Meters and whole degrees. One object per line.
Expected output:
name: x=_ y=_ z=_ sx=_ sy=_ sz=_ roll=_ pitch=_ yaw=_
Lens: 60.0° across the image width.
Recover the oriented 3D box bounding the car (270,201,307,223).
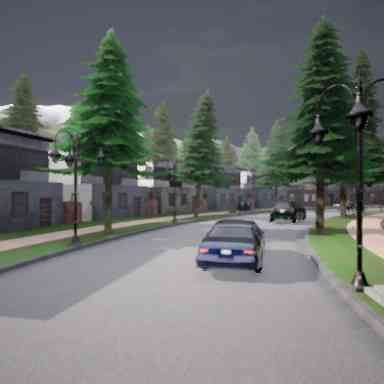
car: x=8.075 y=1.544 z=27.674 sx=2.097 sy=1.767 sz=4.553 roll=0 pitch=-1 yaw=31

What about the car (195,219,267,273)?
car: x=1.464 y=1.626 z=11.107 sx=2.033 sy=1.411 sz=5.357 roll=0 pitch=0 yaw=13

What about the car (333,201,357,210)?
car: x=22.916 y=1.942 z=49.161 sx=4.718 sy=1.301 sz=1.895 roll=0 pitch=-1 yaw=-35
